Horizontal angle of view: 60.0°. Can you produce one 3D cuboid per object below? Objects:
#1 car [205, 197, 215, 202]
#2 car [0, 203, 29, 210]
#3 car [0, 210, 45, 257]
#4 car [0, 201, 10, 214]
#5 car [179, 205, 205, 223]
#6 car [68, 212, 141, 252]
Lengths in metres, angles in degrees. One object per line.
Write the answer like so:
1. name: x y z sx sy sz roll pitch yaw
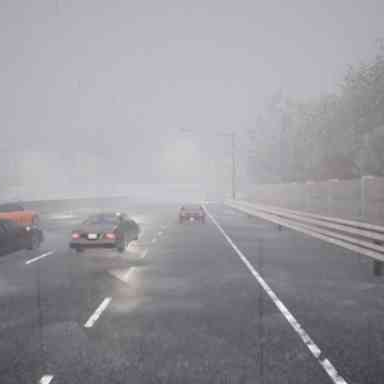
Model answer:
1. car: 4.742 1.986 88.016 1.812 1.442 4.674 0 -1 20
2. car: -10.399 1.363 18.552 2.097 1.767 4.553 0 0 0
3. car: -6.900 1.552 11.109 2.033 1.411 5.357 0 0 0
4. car: -21.087 1.639 34.401 1.895 1.301 4.718 0 0 0
5. car: 0.001 1.623 25.875 1.895 1.301 4.718 0 0 0
6. car: -3.400 1.554 13.873 2.033 1.411 5.357 0 0 0
